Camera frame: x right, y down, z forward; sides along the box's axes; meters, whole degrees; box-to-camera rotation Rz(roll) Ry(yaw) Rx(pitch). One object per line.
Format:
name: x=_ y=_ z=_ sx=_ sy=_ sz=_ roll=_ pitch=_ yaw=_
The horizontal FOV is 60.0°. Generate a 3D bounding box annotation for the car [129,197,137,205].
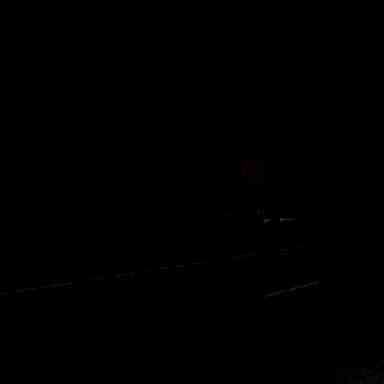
car: x=-8.092 y=1.400 z=50.607 sx=1.994 sy=1.385 sz=4.181 roll=0 pitch=1 yaw=-32

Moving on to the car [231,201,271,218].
car: x=5.312 y=1.510 z=29.268 sx=1.812 sy=1.442 sz=4.674 roll=0 pitch=0 yaw=-32
